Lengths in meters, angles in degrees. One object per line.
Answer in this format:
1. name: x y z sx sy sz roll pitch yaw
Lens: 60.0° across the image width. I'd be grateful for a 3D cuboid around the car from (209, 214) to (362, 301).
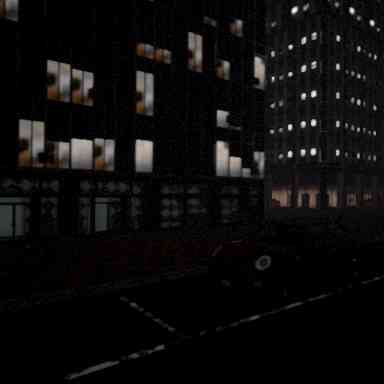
1. car: 2.372 1.405 8.233 4.097 1.590 1.967 0 1 -35
